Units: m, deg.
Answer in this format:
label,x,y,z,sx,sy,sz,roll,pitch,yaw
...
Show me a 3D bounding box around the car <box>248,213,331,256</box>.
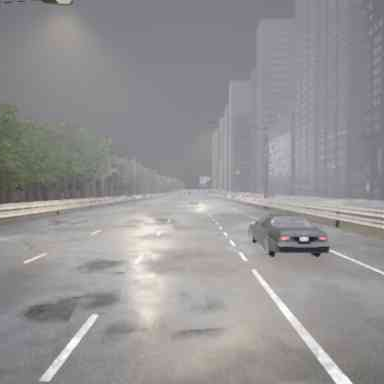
label,x,y,z,sx,sy,sz,roll,pitch,yaw
car,3.507,1.518,12.937,2.033,1.411,5.357,0,0,0
